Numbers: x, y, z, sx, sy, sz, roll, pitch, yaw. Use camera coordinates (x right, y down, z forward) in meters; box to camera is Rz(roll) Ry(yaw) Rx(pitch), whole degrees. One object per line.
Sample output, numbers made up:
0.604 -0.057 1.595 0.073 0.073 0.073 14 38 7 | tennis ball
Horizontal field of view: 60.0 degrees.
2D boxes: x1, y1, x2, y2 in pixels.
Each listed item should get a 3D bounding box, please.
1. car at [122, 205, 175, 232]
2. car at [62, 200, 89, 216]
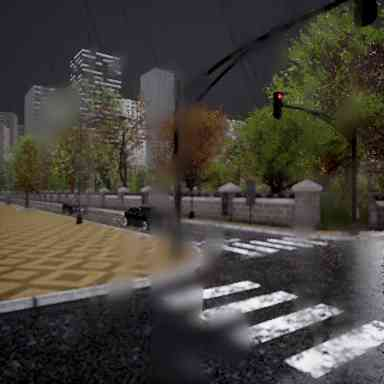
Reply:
-2.864 1.642 21.159 1.837 1.490 4.892 1 0 -34 | car
-12.342 1.641 35.029 2.128 1.511 4.902 1 0 -34 | car
